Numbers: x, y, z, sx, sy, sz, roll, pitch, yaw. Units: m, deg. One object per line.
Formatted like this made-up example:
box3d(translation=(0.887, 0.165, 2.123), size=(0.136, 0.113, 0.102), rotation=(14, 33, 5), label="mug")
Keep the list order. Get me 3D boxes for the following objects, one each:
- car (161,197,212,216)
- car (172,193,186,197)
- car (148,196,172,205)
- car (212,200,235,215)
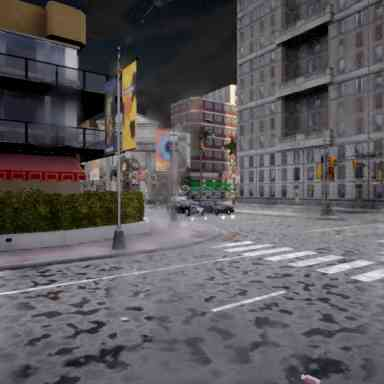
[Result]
box3d(translation=(-0.645, 1.492, 32.190), size=(2.128, 1.511, 4.902), rotation=(0, 0, -35), label="car")
box3d(translation=(-2.554, 1.221, 62.282), size=(2.150, 2.045, 5.566), rotation=(0, 0, -15), label="car")
box3d(translation=(-6.266, 1.505, 59.597), size=(1.837, 1.490, 4.892), rotation=(0, 0, -44), label="car")
box3d(translation=(2.039, 1.547, 34.455), size=(2.033, 1.411, 5.357), rotation=(0, 0, -35), label="car")
